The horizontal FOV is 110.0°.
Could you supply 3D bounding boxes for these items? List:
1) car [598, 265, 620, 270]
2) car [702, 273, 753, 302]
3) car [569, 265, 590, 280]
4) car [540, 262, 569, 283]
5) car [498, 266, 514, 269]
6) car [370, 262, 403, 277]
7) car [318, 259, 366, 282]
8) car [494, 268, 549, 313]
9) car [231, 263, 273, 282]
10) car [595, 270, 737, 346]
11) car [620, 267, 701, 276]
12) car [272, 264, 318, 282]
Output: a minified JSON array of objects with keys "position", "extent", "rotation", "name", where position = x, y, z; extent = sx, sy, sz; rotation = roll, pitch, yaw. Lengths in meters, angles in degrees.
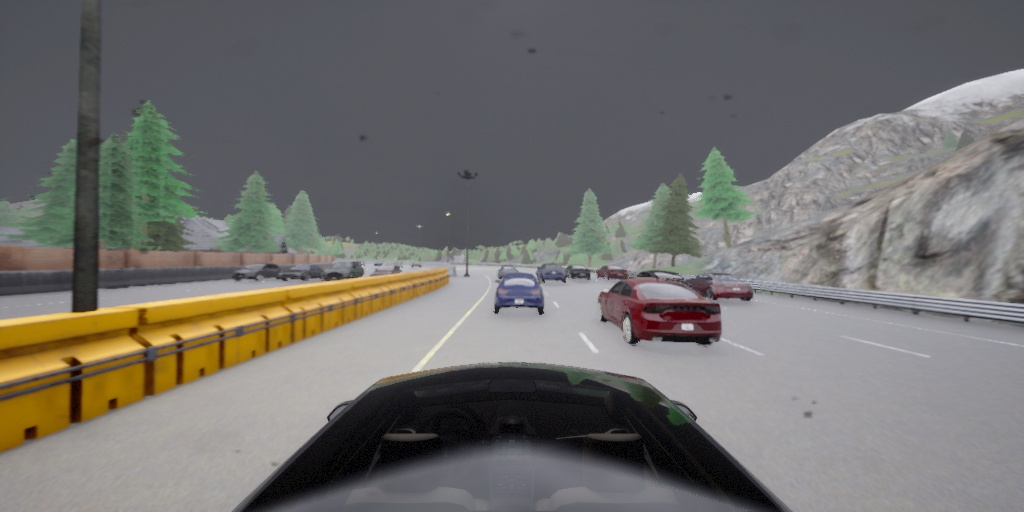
[{"position":[10.007,1.655,36.441],"extent":[1.882,1.535,5.008],"rotation":[1,0,-5],"name":"car"},{"position":[10.781,1.581,19.202],"extent":[1.994,1.385,4.181],"rotation":[1,0,0],"name":"car"},{"position":[6.478,1.625,36.508],"extent":[1.882,1.535,5.008],"rotation":[1,0,-5],"name":"car"},{"position":[3.336,1.425,31.801],"extent":[2.097,1.767,4.553],"rotation":[0,-1,-3],"name":"car"},{"position":[-0.431,1.638,35.246],"extent":[1.994,1.385,4.181],"rotation":[1,0,-5],"name":"car"},{"position":[-10.859,1.470,31.463],"extent":[1.812,1.442,4.674],"rotation":[1,-1,-4],"name":"car"},{"position":[-14.334,1.260,30.853],"extent":[2.097,1.767,4.553],"rotation":[1,-1,-4],"name":"car"},{"position":[0.267,1.403,14.553],"extent":[1.812,1.442,4.674],"rotation":[1,0,0],"name":"car"},{"position":[-21.297,1.346,30.303],"extent":[1.837,1.490,4.892],"rotation":[1,-1,-4],"name":"car"},{"position":[3.691,1.340,9.909],"extent":[1.882,1.535,5.008],"rotation":[0,0,1],"name":"car"},{"position":[7.281,1.483,18.252],"extent":[1.837,1.490,4.892],"rotation":[1,0,0],"name":"car"},{"position":[-17.791,1.425,30.878],"extent":[2.033,1.411,5.357],"rotation":[1,-1,-4],"name":"car"}]
